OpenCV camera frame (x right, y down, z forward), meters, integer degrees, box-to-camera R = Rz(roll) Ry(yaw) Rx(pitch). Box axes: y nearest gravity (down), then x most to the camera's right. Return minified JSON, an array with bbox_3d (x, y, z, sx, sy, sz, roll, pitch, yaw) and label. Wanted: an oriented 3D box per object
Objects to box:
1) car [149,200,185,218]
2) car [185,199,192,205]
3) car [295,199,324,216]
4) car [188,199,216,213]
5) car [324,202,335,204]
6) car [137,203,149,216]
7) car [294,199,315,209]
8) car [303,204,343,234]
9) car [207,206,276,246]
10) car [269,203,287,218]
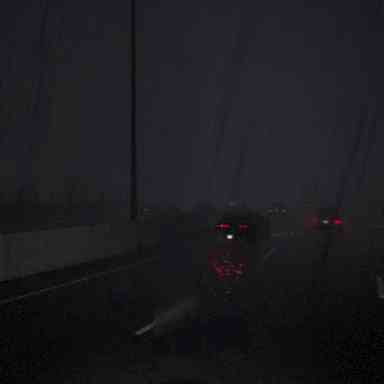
[{"bbox_3d":[-2.438,1.844,33.945,1.812,1.442,4.674,0,-1,14],"label":"car"},{"bbox_3d":[-0.670,2.269,74.212,1.895,1.301,4.718,0,-1,-8],"label":"car"},{"bbox_3d":[12.726,1.774,36.768,2.128,1.511,4.902,0,0,11],"label":"car"},{"bbox_3d":[1.318,1.813,34.546,1.837,1.490,4.892,0,0,14],"label":"car"},{"bbox_3d":[17.368,1.918,42.814,1.895,1.301,4.718,0,-1,7],"label":"car"},{"bbox_3d":[-5.131,1.962,37.411,1.895,1.301,4.718,0,-1,13],"label":"car"},{"bbox_3d":[18.413,1.925,54.729,1.837,1.490,4.892,0,-1,0],"label":"car"},{"bbox_3d":[8.175,1.700,20.474,2.033,1.411,5.357,0,-1,21],"label":"car"},{"bbox_3d":[2.602,1.642,16.249,1.837,1.490,4.892,0,-1,24],"label":"car"},{"bbox_3d":[8.433,1.814,33.181,2.033,1.411,5.357,0,-1,14],"label":"car"}]
